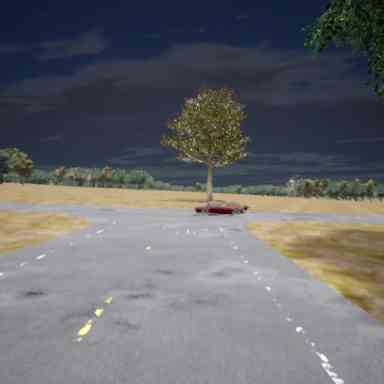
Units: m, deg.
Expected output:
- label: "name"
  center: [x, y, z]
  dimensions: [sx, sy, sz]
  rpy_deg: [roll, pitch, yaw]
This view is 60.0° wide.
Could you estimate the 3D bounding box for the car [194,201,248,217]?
- label: "car"
  center: [2.575, 1.607, 31.452]
  dimensions: [4.718, 1.301, 1.895]
  rpy_deg: [1, 0, 1]
